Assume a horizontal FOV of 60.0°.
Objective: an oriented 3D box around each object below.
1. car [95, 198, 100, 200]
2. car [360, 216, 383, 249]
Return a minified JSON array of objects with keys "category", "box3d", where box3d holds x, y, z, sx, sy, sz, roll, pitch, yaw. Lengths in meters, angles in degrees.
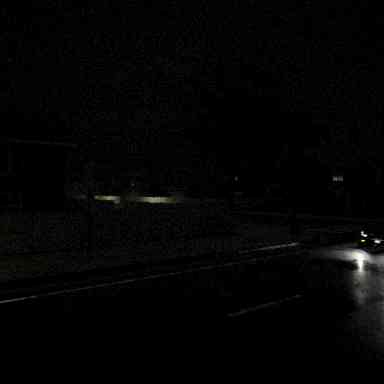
[{"category":"car","box3d":[-16.081,1.654,54.216,1.994,1.385,4.181,0,0,-35]},{"category":"car","box3d":[8.950,1.595,13.907,4.892,1.490,1.837,0,0,-35]}]
